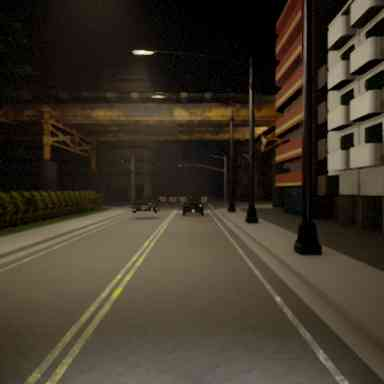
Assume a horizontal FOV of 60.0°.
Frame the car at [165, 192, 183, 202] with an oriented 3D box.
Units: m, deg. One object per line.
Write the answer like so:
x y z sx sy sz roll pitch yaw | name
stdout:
-3.645 0.966 63.157 2.038 1.542 4.974 0 0 25 | car

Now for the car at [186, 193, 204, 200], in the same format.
0.497 0.811 62.897 1.853 1.218 4.536 0 0 -20 | car

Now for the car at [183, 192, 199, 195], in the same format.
0.516 0.969 62.849 2.038 1.542 4.974 0 0 -20 | car

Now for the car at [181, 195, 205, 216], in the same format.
0.101 1.277 29.664 1.837 1.490 4.892 0 0 0 | car

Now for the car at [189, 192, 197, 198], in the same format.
0.147 0.764 89.445 2.038 1.542 4.974 0 0 0 | car

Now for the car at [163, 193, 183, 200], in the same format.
-3.623 0.808 63.203 1.853 1.218 4.536 0 0 25 | car

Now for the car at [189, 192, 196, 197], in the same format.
0.146 0.606 89.496 1.853 1.218 4.536 0 0 0 | car

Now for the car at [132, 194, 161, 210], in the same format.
-3.499 0.912 26.257 1.837 1.490 4.892 0 0 0 | car
